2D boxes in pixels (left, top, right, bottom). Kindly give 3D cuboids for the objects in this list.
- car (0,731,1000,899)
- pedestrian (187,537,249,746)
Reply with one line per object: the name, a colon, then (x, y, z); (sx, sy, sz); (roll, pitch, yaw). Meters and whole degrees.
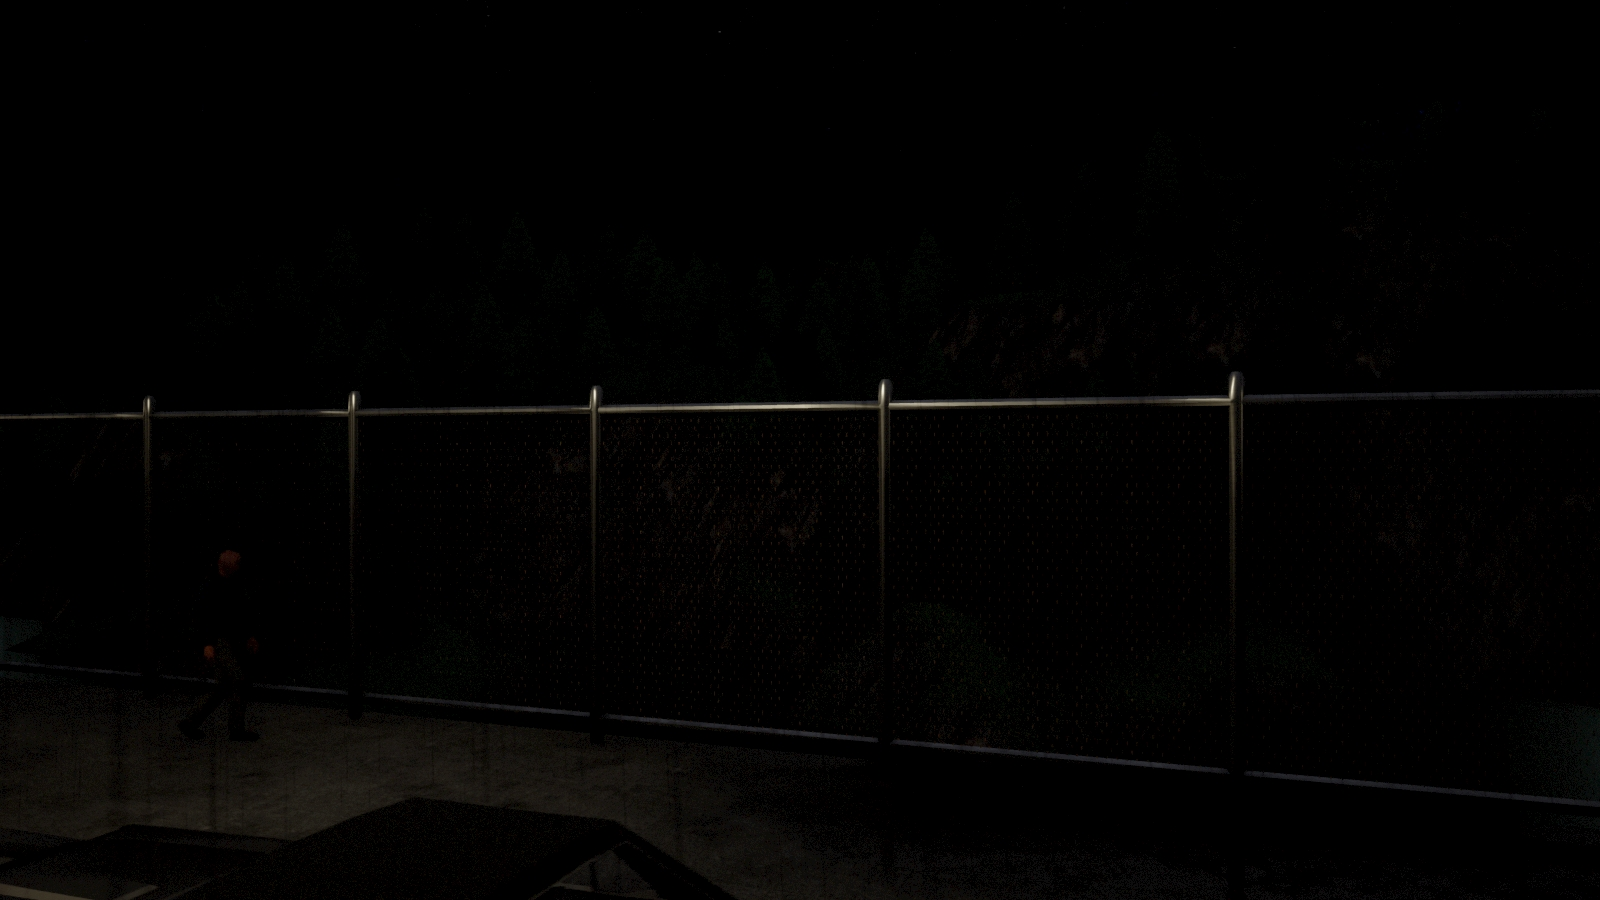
car: (-1.749, 2.156, 4.437); (4.718, 1.301, 1.895); (0, 0, 20)
pedestrian: (-5.360, 1.748, 10.529); (0.375, 1.860, 0.375); (0, 0, 3)
